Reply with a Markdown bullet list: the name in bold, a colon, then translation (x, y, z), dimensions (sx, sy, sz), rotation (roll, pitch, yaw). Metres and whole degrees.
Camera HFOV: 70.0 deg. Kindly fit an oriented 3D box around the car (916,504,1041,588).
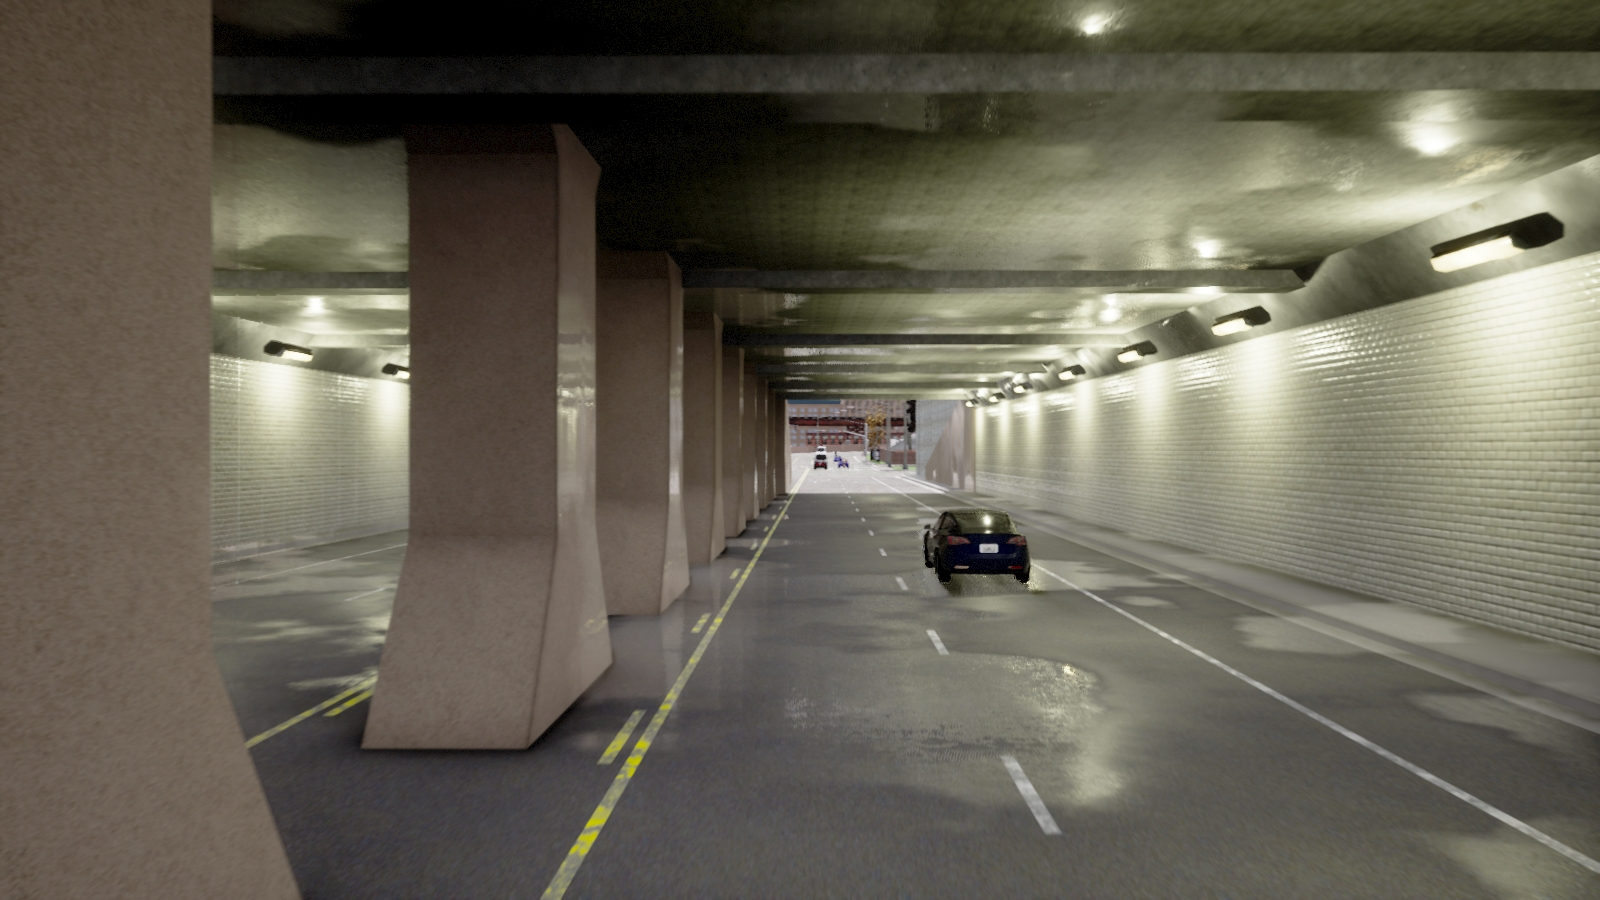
- **car**: translation (3.884, 2.063, 25.712), dimensions (2.163, 1.488, 4.792), rotation (0, 0, 1)
